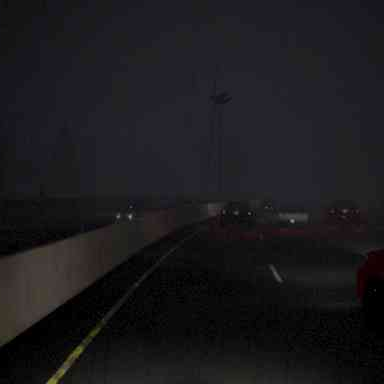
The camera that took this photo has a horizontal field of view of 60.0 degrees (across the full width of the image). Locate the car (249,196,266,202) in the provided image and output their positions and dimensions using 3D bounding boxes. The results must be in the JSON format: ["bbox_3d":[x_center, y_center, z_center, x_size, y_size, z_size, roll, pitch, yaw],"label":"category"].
[{"bbox_3d":[14.270,1.494,72.331,1.994,1.385,4.181,0,0,41],"label":"car"}]

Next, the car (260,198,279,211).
[{"bbox_3d":[9.424,1.497,39.704,1.837,1.490,4.892,0,0,25],"label":"car"}]

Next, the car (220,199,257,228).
[{"bbox_3d":[3.263,1.341,22.600,2.097,1.767,4.553,0,0,14],"label":"car"}]

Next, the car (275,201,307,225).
[{"bbox_3d":[7.166,1.600,23.894,1.895,1.301,4.718,0,0,15],"label":"car"}]

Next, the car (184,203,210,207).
[{"bbox_3d":[0.740,1.570,37.884,1.895,1.301,4.718,0,0,22],"label":"car"}]

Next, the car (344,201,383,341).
[{"bbox_3d":[3.786,1.229,3.293,2.150,2.045,5.566,0,0,3],"label":"car"}]

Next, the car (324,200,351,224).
[{"bbox_3d":[11.188,1.362,24.999,2.097,1.767,4.553,0,0,17],"label":"car"}]
